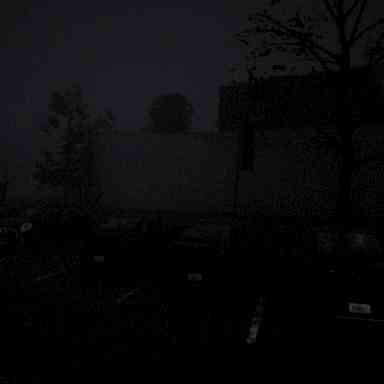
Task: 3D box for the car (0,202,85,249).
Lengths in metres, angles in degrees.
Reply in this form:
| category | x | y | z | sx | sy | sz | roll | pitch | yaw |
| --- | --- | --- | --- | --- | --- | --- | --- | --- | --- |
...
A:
| category | x | y | z | sx | sy | sz | roll | pitch | yaw |
| --- | --- | --- | --- | --- | --- | --- | --- | --- | --- |
| car | -6.297 | 1.317 | 14.339 | 2.185 | 1.767 | 4.553 | 1 | -1 | 18 |

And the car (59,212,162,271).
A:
| category | x | y | z | sx | sy | sz | roll | pitch | yaw |
| --- | --- | --- | --- | --- | --- | --- | --- | --- | --- |
| car | -1.623 | 1.457 | 10.719 | 2.231 | 1.521 | 4.892 | 0 | -1 | 17 |

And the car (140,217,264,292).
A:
| category | x | y | z | sx | sy | sz | roll | pitch | yaw |
| --- | --- | --- | --- | --- | --- | --- | --- | --- | --- |
| car | 0.752 | 1.466 | 8.958 | 2.231 | 1.521 | 4.892 | 0 | -1 | 17 |

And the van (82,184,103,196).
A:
| category | x | y | z | sx | sy | sz | roll | pitch | yaw |
| --- | --- | --- | --- | --- | --- | --- | --- | --- | --- |
| van | -20.266 | -0.478 | 67.355 | 4.442 | 1.987 | 1.878 | 4 | 7 | 40 |

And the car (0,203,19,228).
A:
| category | x | y | z | sx | sy | sz | roll | pitch | yaw |
| --- | --- | --- | --- | --- | --- | --- | --- | --- | --- |
| car | -13.230 | 1.432 | 19.843 | 2.231 | 1.521 | 4.892 | 0 | -1 | 20 |

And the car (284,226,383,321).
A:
| category | x | y | z | sx | sy | sz | roll | pitch | yaw |
| --- | --- | --- | --- | --- | --- | --- | --- | --- | --- |
| car | 3.144 | 1.477 | 7.216 | 2.231 | 1.521 | 4.892 | 0 | -1 | 16 |

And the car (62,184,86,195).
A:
| category | x | y | z | sx | sy | sz | roll | pitch | yaw |
| --- | --- | --- | --- | --- | --- | --- | --- | --- | --- |
| car | -22.950 | -0.102 | 65.952 | 5.008 | 1.535 | 2.097 | 4 | 7 | 40 |
